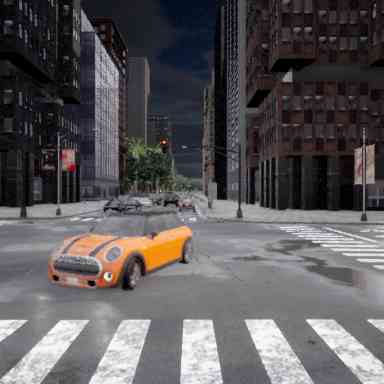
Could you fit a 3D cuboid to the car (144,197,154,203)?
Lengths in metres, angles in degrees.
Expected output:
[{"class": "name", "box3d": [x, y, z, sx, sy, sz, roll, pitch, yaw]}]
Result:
[{"class": "car", "box3d": [-9.226, 1.669, 71.515, 1.802, 1.307, 4.206, 0, 0, 0]}]

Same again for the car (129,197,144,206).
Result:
[{"class": "car", "box3d": [-9.146, 1.570, 55.067, 1.752, 1.417, 4.829, 0, 0, 0]}]

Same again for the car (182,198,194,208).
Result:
[{"class": "car", "box3d": [-0.596, 1.614, 49.847, 1.802, 1.307, 4.206, 0, 0, 0]}]

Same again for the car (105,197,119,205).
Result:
[{"class": "car", "box3d": [-9.069, 1.574, 38.959, 1.947, 1.339, 4.313, 0, 0, 0]}]

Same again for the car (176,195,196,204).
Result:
[{"class": "car", "box3d": [-0.544, 1.448, 38.997, 1.967, 1.590, 4.097, 0, 0, 0]}]

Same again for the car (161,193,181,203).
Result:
[{"class": "car", "box3d": [-3.272, 1.263, 53.383, 2.150, 2.045, 5.566, 0, 0, 0]}]

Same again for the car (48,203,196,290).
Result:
[{"class": "car", "box3d": [-1.681, 1.350, 9.267, 2.097, 1.767, 4.553, 1, 0, 24]}]

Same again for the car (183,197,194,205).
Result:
[{"class": "car", "box3d": [-0.648, 1.603, 60.697, 1.887, 1.381, 4.507, 0, 0, 0]}]

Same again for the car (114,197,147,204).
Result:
[{"class": "car", "box3d": [-6.385, 1.547, 35.090, 2.033, 1.411, 5.357, 0, 0, 0]}]

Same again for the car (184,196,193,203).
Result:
[{"class": "car", "box3d": [-0.701, 1.613, 71.717, 1.752, 1.417, 4.829, 0, 0, 0]}]

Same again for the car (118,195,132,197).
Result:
[{"class": "car", "box3d": [-9.096, 1.335, 44.385, 2.192, 1.841, 5.009, 0, 0, 0]}]

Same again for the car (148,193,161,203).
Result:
[{"class": "car", "box3d": [-6.472, 1.268, 55.959, 2.150, 2.045, 5.566, 0, 0, 0]}]

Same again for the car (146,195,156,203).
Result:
[{"class": "car", "box3d": [-6.433, 1.548, 45.316, 1.812, 1.442, 4.674, 0, 0, 0]}]

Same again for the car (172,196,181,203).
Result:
[{"class": "car", "box3d": [-3.468, 1.651, 75.398, 1.994, 1.385, 4.181, 0, 0, 0]}]

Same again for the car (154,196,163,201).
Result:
[{"class": "car", "box3d": [-9.330, 1.696, 93.218, 1.887, 1.381, 4.507, 0, 0, 0]}]

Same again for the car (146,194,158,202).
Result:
[{"class": "car", "box3d": [-9.253, 1.417, 76.941, 2.192, 1.841, 5.009, 0, 0, 0]}]

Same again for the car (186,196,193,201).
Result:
[{"class": "car", "box3d": [-0.806, 1.696, 93.246, 1.887, 1.381, 4.507, 0, 0, 0]}]
